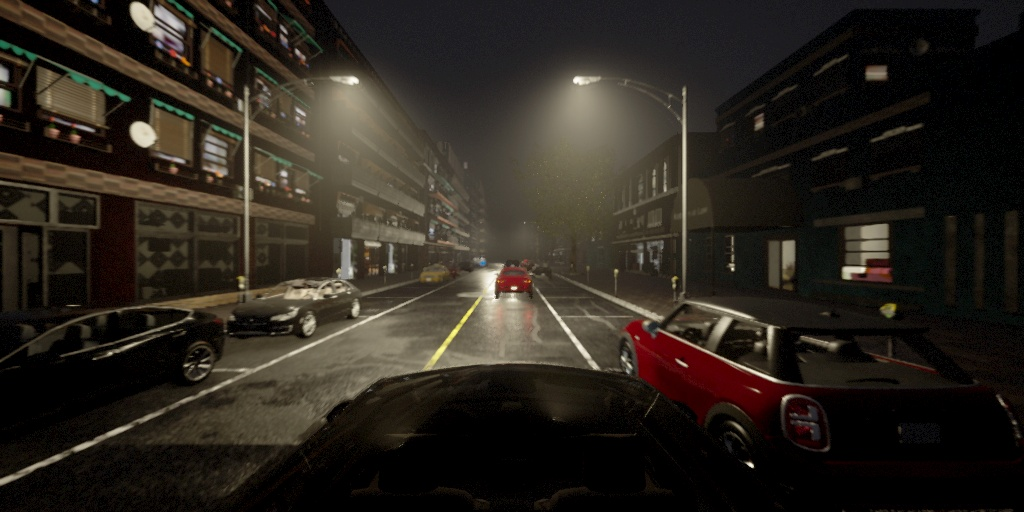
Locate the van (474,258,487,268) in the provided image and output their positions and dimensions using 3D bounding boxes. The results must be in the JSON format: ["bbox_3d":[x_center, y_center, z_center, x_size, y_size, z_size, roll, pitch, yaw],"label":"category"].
[{"bbox_3d":[-5.720,1.169,61.265,1.690,1.789,3.998,0,0,0],"label":"van"}]

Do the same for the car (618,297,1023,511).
[{"bbox_3d":[2.688,1.191,4.300,1.967,1.591,4.097,0,0,0],"label":"car"}]

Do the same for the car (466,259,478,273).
[{"bbox_3d":[-5.712,1.360,44.174,1.948,1.339,4.313,0,0,0],"label":"car"}]

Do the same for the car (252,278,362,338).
[{"bbox_3d":[-5.695,1.306,9.994,2.007,1.370,4.403,0,0,0],"label":"car"}]

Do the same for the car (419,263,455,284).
[{"bbox_3d":[-5.704,1.297,26.915,1.751,1.417,4.829,0,0,0],"label":"car"}]

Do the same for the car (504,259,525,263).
[{"bbox_3d":[0.081,1.142,41.580,2.097,1.767,4.553,0,0,0],"label":"car"}]

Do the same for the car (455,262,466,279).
[{"bbox_3d":[-5.706,1.323,32.782,1.888,1.381,4.507,0,0,0],"label":"car"}]

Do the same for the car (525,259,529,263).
[{"bbox_3d":[2.669,1.339,44.175,1.888,1.381,4.507,0,0,0],"label":"car"}]

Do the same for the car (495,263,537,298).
[{"bbox_3d":[0.092,1.289,18.518,1.812,1.442,4.674,0,0,0],"label":"car"}]

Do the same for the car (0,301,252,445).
[{"bbox_3d":[-5.693,1.318,4.298,1.948,1.339,4.313,0,0,0],"label":"car"}]

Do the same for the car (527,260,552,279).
[{"bbox_3d":[2.675,1.328,32.784,2.007,1.370,4.403,0,0,0],"label":"car"}]
